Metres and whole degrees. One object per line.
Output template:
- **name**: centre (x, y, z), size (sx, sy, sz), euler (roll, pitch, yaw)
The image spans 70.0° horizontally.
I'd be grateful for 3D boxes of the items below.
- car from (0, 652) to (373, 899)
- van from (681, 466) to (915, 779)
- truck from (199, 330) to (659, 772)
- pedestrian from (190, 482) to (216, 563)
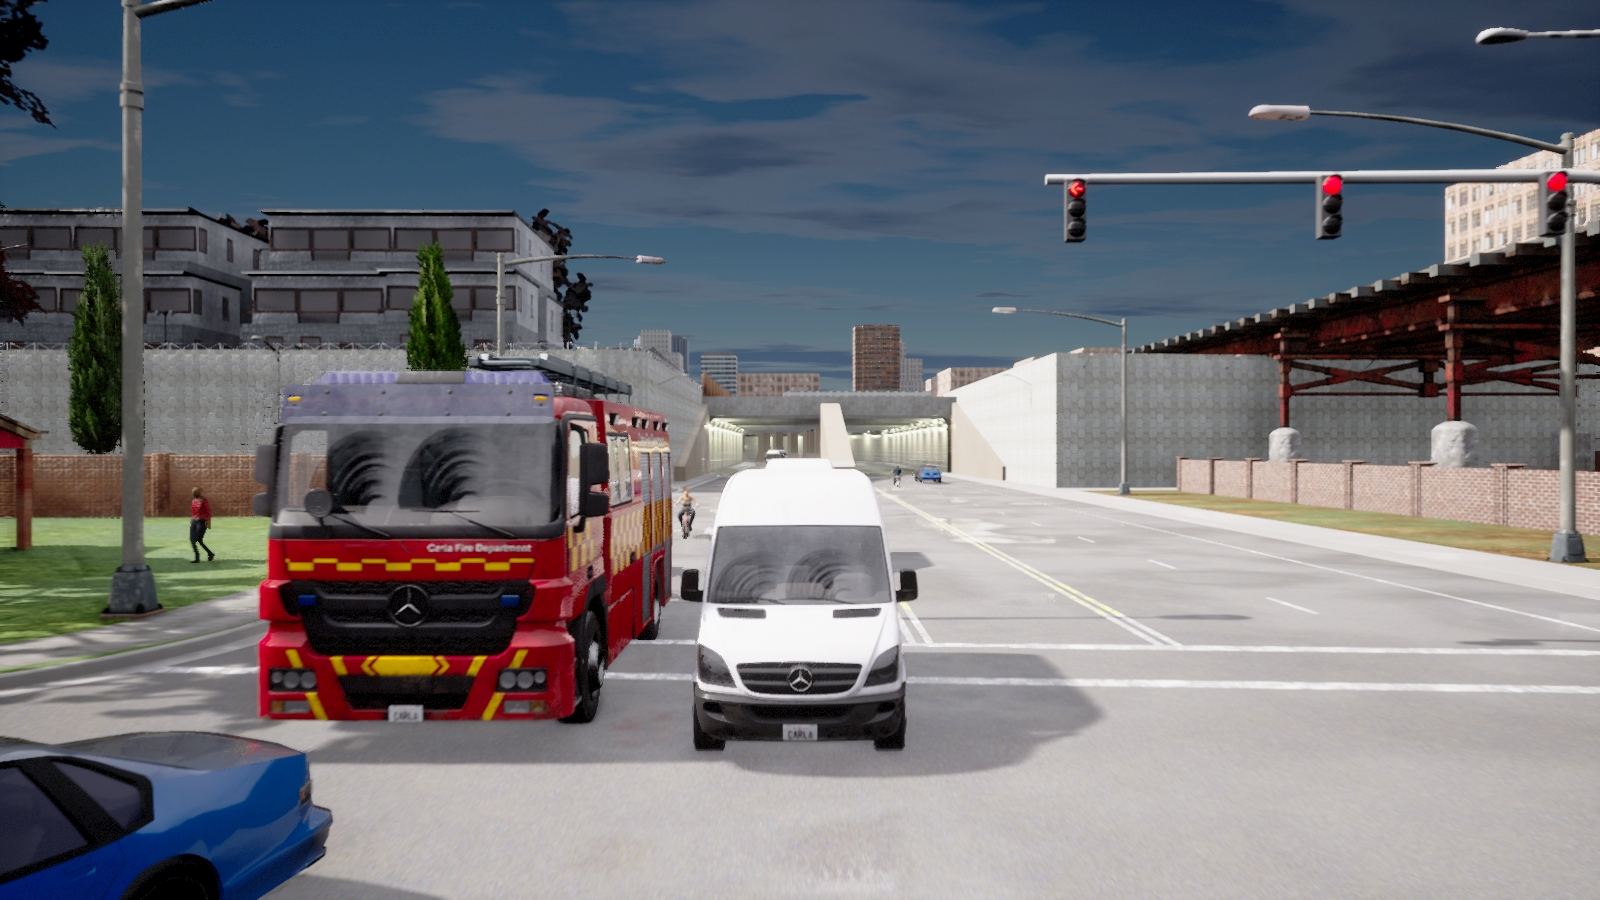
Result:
- **car**: centre (-4.562, 2.090, 4.949), size (2.033, 1.411, 5.357), euler (0, 0, 21)
- **van**: centre (-0.013, 1.512, 12.673), size (1.988, 2.561, 5.915), euler (0, 0, 0)
- **truck**: centre (-3.739, 0.868, 14.128), size (2.891, 3.827, 8.468), euler (0, 0, 0)
- **pedestrian**: centre (-13.900, 1.673, 26.593), size (0.375, 1.860, 0.375), euler (0, 0, 19)
